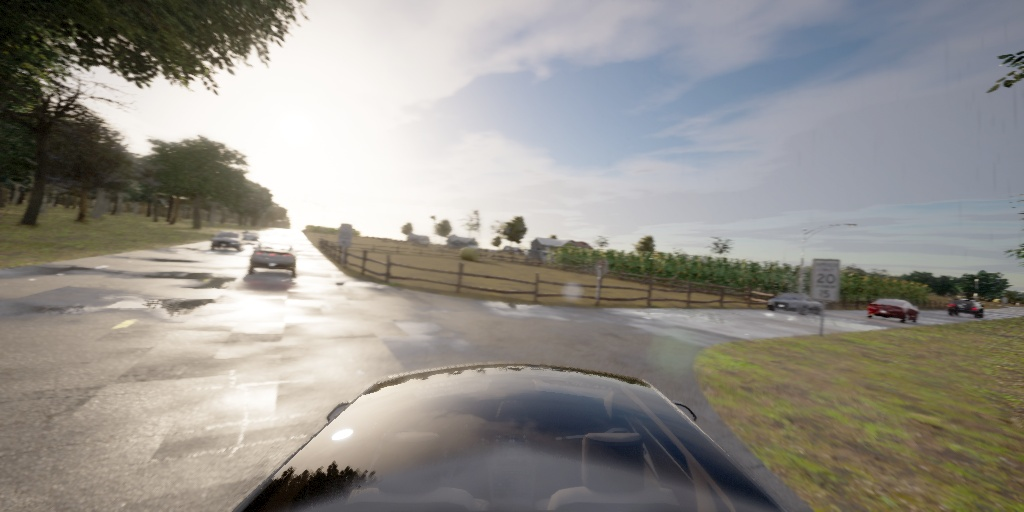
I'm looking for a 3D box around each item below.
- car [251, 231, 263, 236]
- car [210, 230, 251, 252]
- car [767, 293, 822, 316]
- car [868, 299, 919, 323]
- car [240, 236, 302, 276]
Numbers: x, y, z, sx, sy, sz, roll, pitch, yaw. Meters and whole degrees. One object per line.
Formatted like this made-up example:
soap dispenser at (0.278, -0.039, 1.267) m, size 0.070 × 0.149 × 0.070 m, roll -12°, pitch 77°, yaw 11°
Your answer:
car at (-31.138, -2.274, 42.948) m, size 2.128 × 1.511 × 4.902 m, roll 6°, pitch 1°, yaw -31°
car at (-22.469, -1.182, 28.544) m, size 1.837 × 1.490 × 4.892 m, roll 6°, pitch 0°, yaw -31°
car at (19.170, 3.219, 24.279) m, size 4.181 × 1.385 × 1.994 m, roll 6°, pitch -1°, yaw -32°
car at (28.081, 3.950, 26.368) m, size 5.008 × 1.535 × 1.882 m, roll 6°, pitch -1°, yaw -32°
car at (-11.363, 0.038, 17.272) m, size 2.128 × 1.511 × 4.902 m, roll 6°, pitch 0°, yaw -31°
